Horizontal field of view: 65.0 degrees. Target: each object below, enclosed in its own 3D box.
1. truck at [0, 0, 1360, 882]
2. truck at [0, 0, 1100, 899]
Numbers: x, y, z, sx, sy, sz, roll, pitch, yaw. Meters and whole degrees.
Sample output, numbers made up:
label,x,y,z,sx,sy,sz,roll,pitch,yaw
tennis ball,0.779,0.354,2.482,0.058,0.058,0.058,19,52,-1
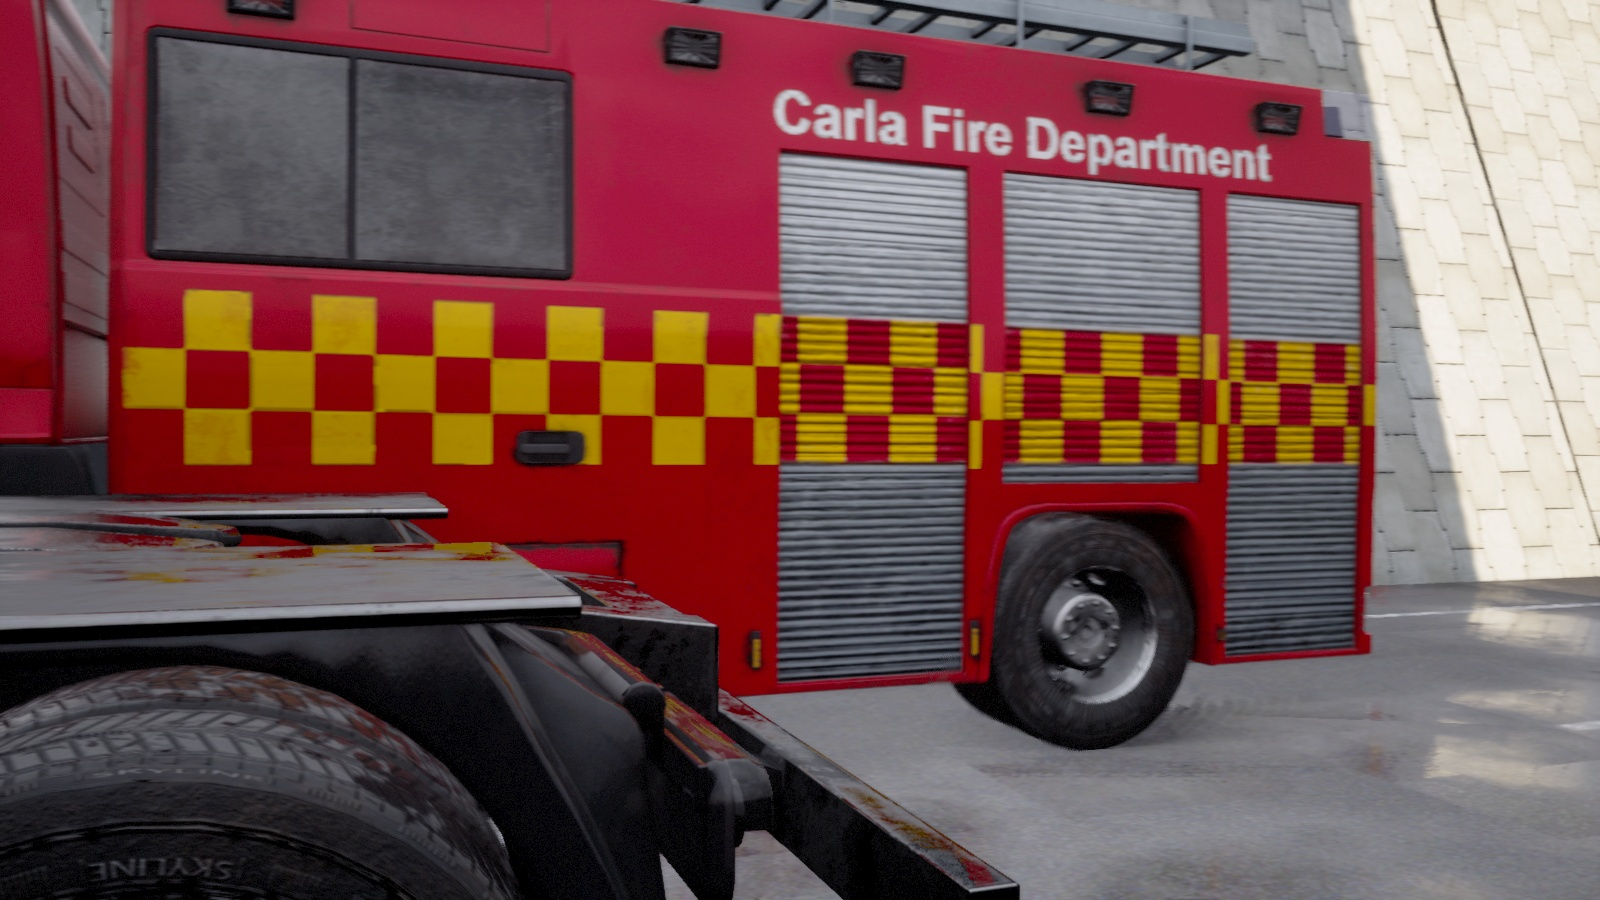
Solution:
label,x,y,z,sx,sy,sz,roll,pitch,yaw
truck,-1.589,-0.453,6.352,8.468,3.827,2.891,-1,1,-21
truck,-3.787,-0.172,1.789,7.936,3.462,2.891,-1,1,-21
